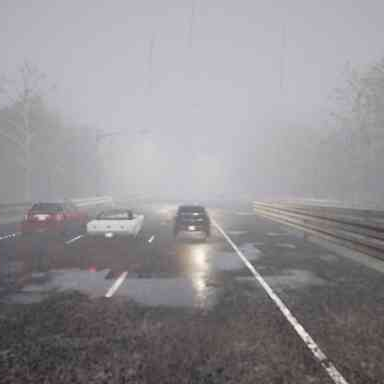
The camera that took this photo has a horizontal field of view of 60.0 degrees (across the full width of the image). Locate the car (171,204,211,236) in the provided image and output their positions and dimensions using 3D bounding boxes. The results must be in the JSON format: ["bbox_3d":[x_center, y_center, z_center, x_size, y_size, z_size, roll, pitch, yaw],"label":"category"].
[{"bbox_3d":[-0.035,1.394,17.784,1.837,1.490,4.892,0,0,-1],"label":"car"}]

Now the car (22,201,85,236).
[{"bbox_3d":[-7.034,1.244,17.655,2.097,1.767,4.553,0,0,-1],"label":"car"}]

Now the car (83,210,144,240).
[{"bbox_3d":[-3.511,1.500,16.220,1.895,1.301,4.718,0,0,-1],"label":"car"}]
